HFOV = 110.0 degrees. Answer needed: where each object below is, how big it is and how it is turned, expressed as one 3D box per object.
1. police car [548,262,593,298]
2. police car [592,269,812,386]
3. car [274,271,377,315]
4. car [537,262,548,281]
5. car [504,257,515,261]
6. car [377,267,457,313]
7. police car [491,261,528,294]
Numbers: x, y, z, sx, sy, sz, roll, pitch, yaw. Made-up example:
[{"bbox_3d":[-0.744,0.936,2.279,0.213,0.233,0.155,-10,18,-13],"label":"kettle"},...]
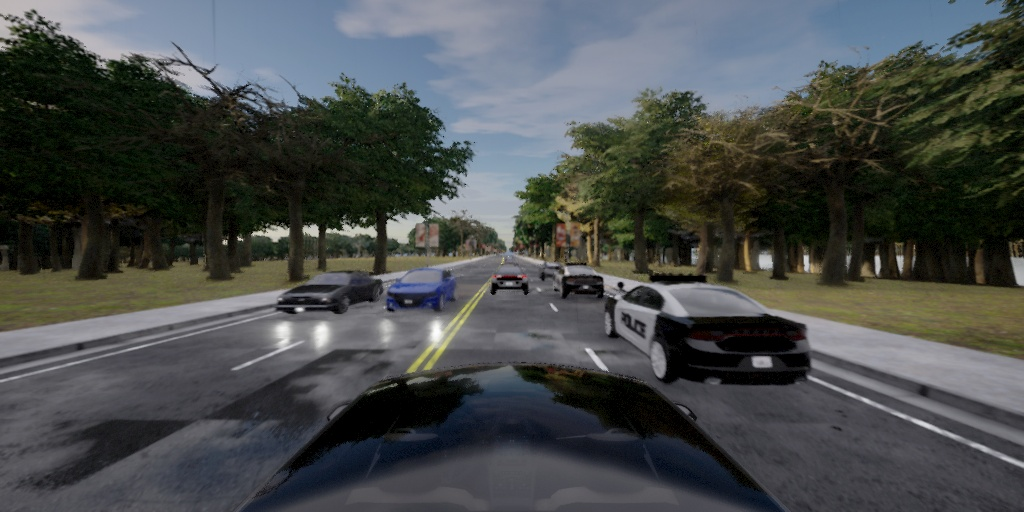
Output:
[{"bbox_3d":[3.220,1.148,18.259,1.930,1.638,5.238,0,0,0],"label":"police car"},{"bbox_3d":[3.247,1.169,7.248,1.930,1.638,5.238,0,0,0],"label":"police car"},{"bbox_3d":[-6.617,1.281,13.834,2.033,1.411,5.357,0,0,0],"label":"car"},{"bbox_3d":[3.171,1.188,29.160,2.128,1.511,4.902,0,0,0],"label":"car"},{"bbox_3d":[-0.222,1.100,57.423,2.033,1.411,5.357,0,0,-1],"label":"car"},{"bbox_3d":[-3.369,1.210,14.171,1.882,1.535,5.008,0,0,0],"label":"car"},{"bbox_3d":[-0.115,1.221,20.353,2.038,1.542,4.974,0,0,0],"label":"police car"}]
